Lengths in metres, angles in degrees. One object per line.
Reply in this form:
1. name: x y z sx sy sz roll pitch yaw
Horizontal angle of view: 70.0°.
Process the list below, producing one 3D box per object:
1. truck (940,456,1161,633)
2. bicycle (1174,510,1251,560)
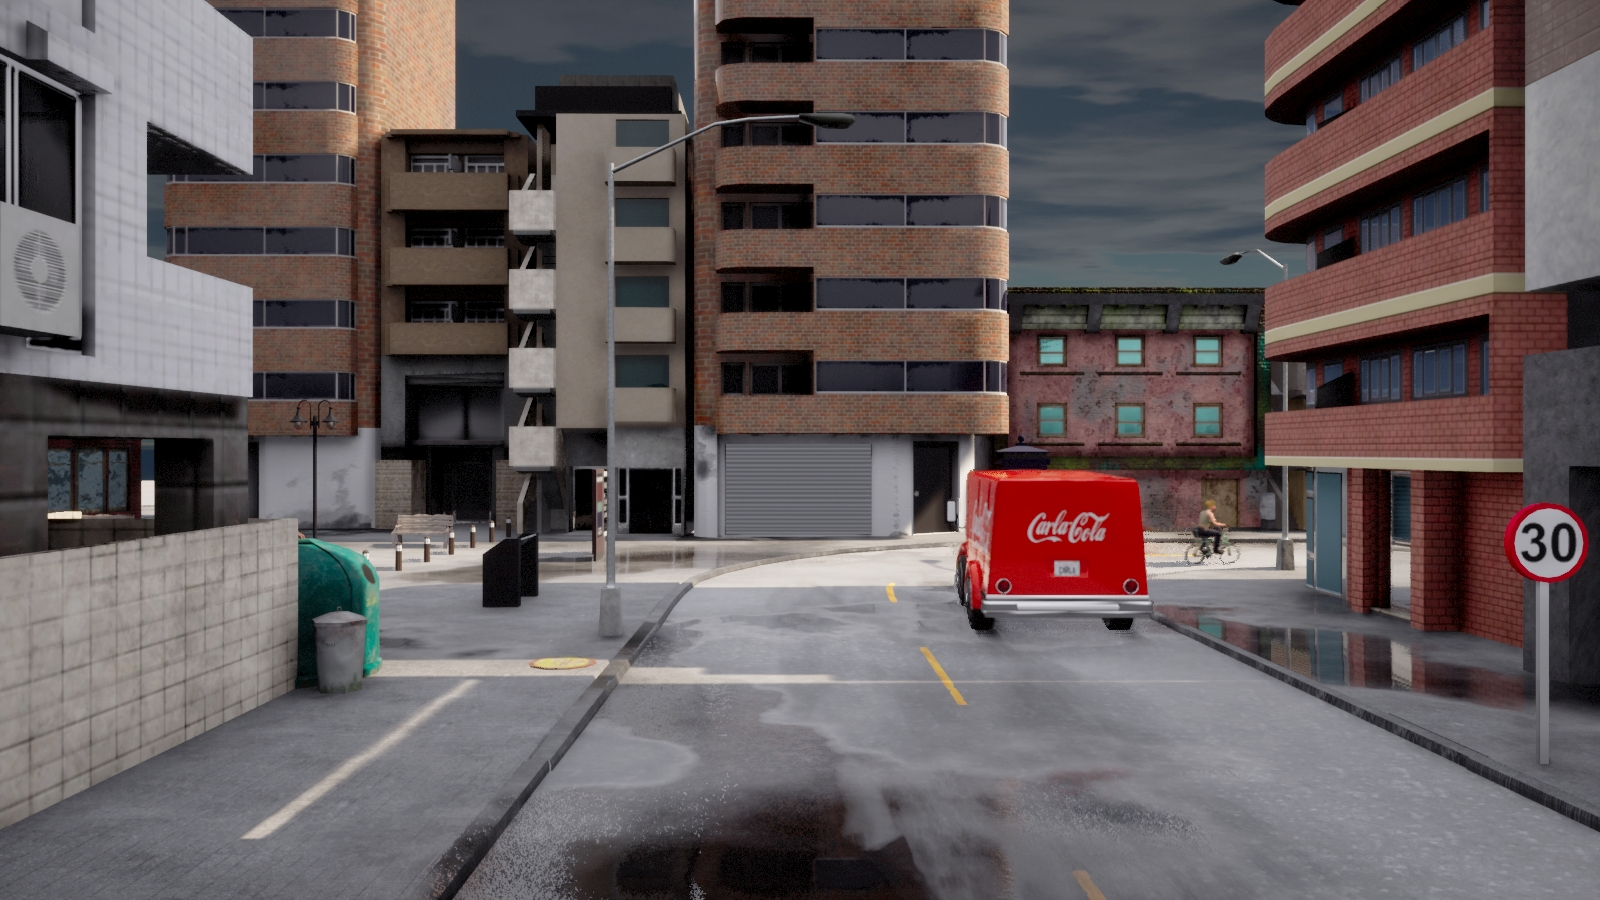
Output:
1. truck: 3.910 1.362 18.995 2.627 2.467 5.204 0 0 1
2. bicycle: 10.023 2.048 27.799 1.487 1.080 0.859 0 3 -14
